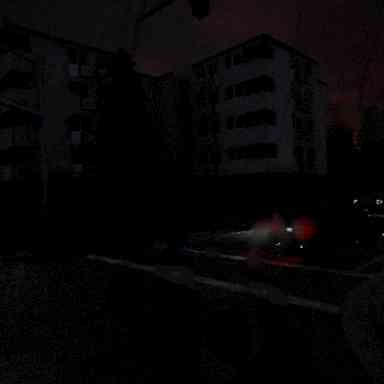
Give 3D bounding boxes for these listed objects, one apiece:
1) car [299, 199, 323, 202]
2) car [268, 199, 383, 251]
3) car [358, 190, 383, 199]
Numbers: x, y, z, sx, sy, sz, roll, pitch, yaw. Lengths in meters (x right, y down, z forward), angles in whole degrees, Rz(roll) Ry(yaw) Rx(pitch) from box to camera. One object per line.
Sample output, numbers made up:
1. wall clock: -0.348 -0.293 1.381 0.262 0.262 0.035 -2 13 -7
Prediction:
1. car: 6.595 1.119 18.050 5.357 1.411 2.033 -2 0 -44
2. car: 5.129 1.182 12.195 5.357 1.411 2.033 -2 0 -37
3. car: 13.784 0.637 24.896 4.553 1.767 2.097 -2 0 -44
